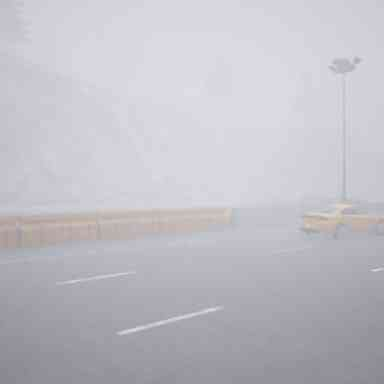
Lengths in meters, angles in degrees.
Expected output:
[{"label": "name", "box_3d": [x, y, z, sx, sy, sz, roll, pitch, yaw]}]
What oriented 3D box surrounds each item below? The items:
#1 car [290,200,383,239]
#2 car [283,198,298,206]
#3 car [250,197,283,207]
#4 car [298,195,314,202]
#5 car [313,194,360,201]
[{"label": "car", "box_3d": [7.534, 1.361, 16.521, 5.008, 1.535, 1.882, 0, 0, -29]}, {"label": "car", "box_3d": [13.560, 1.090, 39.119, 4.553, 1.767, 2.097, 0, 0, -23]}, {"label": "car", "box_3d": [9.921, 1.283, 41.412, 5.357, 1.411, 2.033, 0, 0, -24]}, {"label": "car", "box_3d": [14.307, 1.232, 35.654, 5.008, 1.535, 1.882, 0, 0, -23]}, {"label": "car", "box_3d": [14.581, 1.266, 31.957, 4.902, 1.511, 2.128, 0, 0, -23]}]
